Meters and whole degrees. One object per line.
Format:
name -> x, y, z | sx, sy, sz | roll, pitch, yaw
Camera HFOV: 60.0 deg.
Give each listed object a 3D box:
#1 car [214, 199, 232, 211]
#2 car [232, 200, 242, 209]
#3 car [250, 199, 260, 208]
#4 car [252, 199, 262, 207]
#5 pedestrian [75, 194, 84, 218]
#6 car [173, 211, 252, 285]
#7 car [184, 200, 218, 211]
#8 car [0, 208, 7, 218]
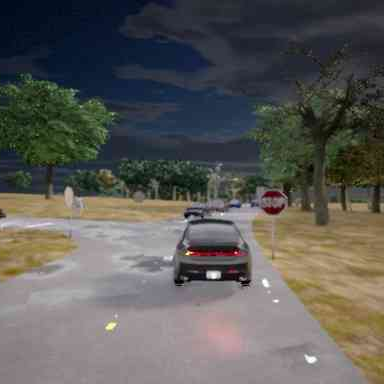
car -> 3.245, 1.673, 41.299 | 2.097, 1.767, 4.553 | 0, -1, 16
car -> 7.233, 2.023, 55.950 | 1.882, 1.535, 5.008 | 0, -1, 14
car -> 11.832, 2.115, 61.425 | 1.882, 1.535, 5.008 | 0, -1, 13
car -> 14.004, 2.313, 71.526 | 1.882, 1.535, 5.008 | 0, -1, 11
pedestrian -> -8.605, 1.051, 25.342 | 0.375, 1.860, 0.375 | 0, -4, 6
car -> 0.511, 1.506, 9.461 | 1.837, 1.490, 4.892 | 0, 0, 1
car -> 0.696, 1.724, 31.488 | 2.033, 1.411, 5.357 | 0, -1, 15
car -> -13.784, 0.966, 19.462 | 5.357, 1.411, 2.033 | 3, -1, 6
